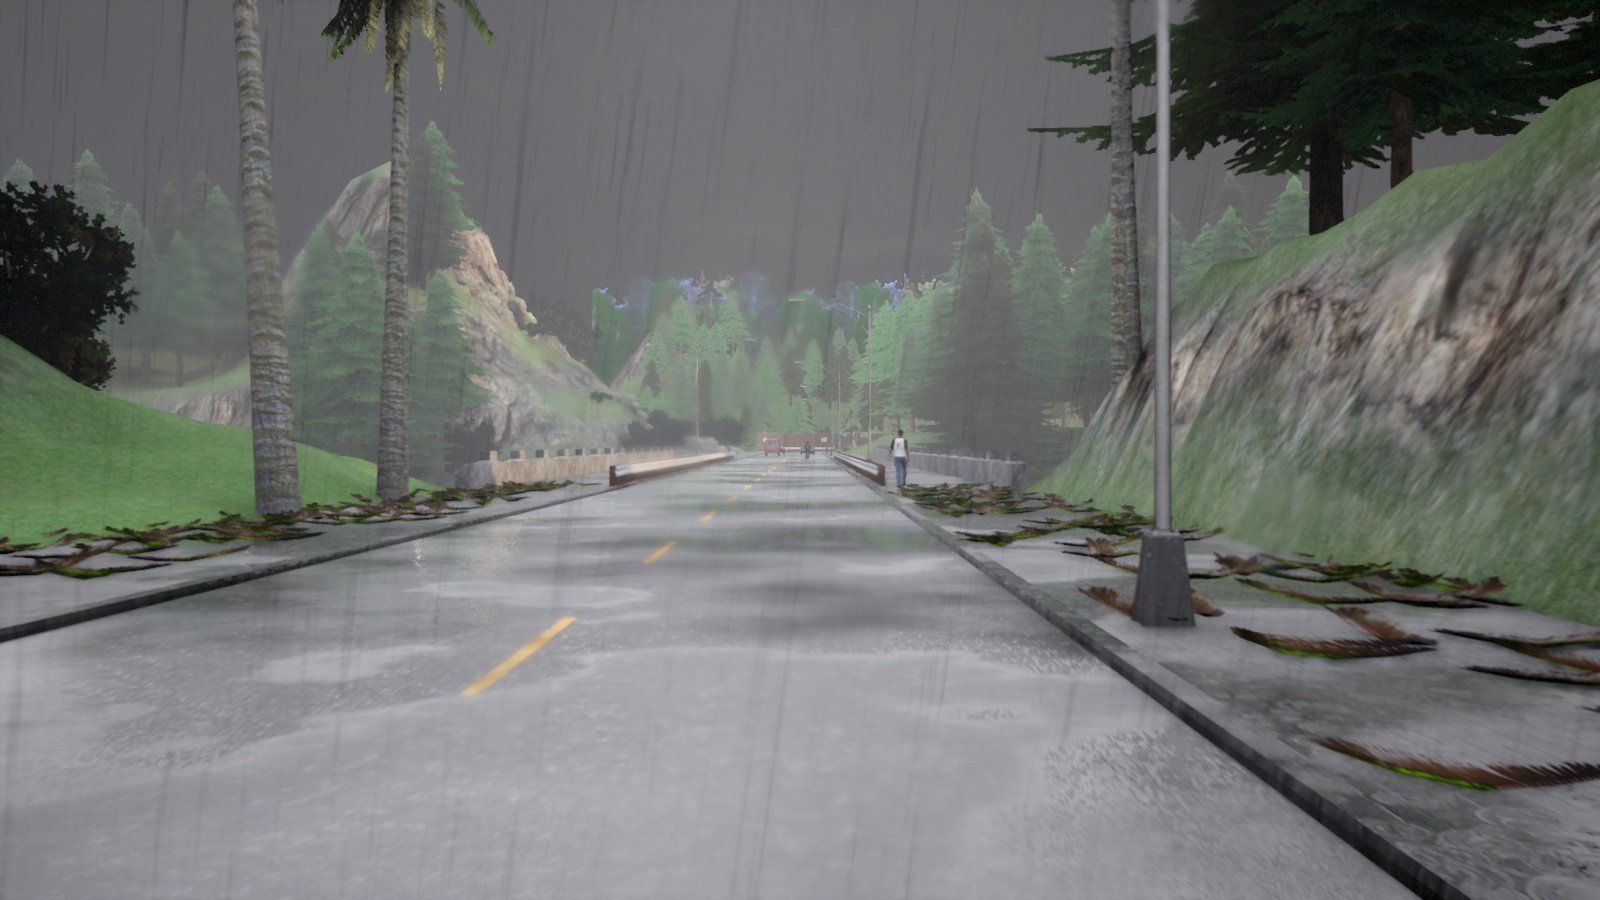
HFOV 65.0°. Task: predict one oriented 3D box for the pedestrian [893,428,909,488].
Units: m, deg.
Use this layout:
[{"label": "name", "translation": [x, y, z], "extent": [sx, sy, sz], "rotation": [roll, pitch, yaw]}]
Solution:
[{"label": "pedestrian", "translation": [3.088, 0.243, 38.322], "extent": [0.354, 1.836, 0.706], "rotation": [0, 0, 15]}]
